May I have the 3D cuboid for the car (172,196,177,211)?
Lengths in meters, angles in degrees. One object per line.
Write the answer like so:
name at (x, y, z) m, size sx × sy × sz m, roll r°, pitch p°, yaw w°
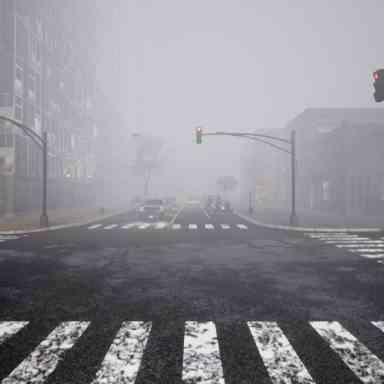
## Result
car at (-3.104, 1.552, 37.581) m, size 2.033 × 1.411 × 5.357 m, roll 0°, pitch 0°, yaw 0°

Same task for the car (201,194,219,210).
car at (2.703, 1.320, 42.312) m, size 2.192 × 1.841 × 5.009 m, roll 1°, pitch 0°, yaw 0°

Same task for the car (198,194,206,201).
car at (2.695, 1.446, 87.704) m, size 1.967 × 1.590 × 4.097 m, roll 1°, pitch 0°, yaw 0°

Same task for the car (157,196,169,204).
car at (-5.685, 1.571, 64.969) m, size 1.947 × 1.339 × 4.313 m, roll 1°, pitch 0°, yaw 0°

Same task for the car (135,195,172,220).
car at (-3.136, 1.356, 28.108) m, size 2.097 × 1.767 × 4.553 m, roll 0°, pitch 0°, yaw 1°

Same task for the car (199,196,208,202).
car at (2.694, 1.571, 76.357) m, size 1.947 × 1.339 × 4.313 m, roll 1°, pitch 0°, yaw 0°

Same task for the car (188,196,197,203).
car at (0.089, 1.531, 69.838) m, size 1.812 × 1.442 × 4.674 m, roll 0°, pitch 0°, yaw 0°

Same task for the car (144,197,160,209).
car at (-5.682, 1.530, 47.777) m, size 1.752 × 1.417 × 4.829 m, roll 1°, pitch 0°, yaw 0°

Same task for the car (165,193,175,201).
car at (-5.682, 1.321, 87.665) m, size 2.192 × 1.841 × 5.009 m, roll 1°, pitch 0°, yaw 0°

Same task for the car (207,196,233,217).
car at (2.702, 1.444, 30.964) m, size 1.967 × 1.590 × 4.097 m, roll 1°, pitch 0°, yaw 0°

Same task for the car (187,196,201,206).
car at (0.095, 1.605, 54.285) m, size 1.895 × 1.301 × 4.718 m, roll 0°, pitch 0°, yaw 0°

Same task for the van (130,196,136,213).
van at (-5.677, 1.345, 36.599) m, size 1.690 × 1.788 × 3.998 m, roll 1°, pitch 0°, yaw 0°

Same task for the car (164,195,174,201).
car at (-5.686, 1.556, 81.990) m, size 2.008 × 1.369 × 4.403 m, roll 1°, pitch 0°, yaw 0°

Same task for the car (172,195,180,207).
car at (-3.100, 1.530, 47.600) m, size 1.812 × 1.442 × 4.674 m, roll 0°, pitch 0°, yaw 0°

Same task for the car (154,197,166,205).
car at (-5.684, 1.587, 59.295) m, size 1.802 × 1.307 × 4.206 m, roll 1°, pitch 0°, yaw 0°

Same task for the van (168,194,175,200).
van at (-5.684, 1.347, 93.338) m, size 1.690 × 1.788 × 3.998 m, roll 1°, pitch 0°, yaw 0°

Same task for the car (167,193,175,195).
car at (-3.061, 1.483, 57.727) m, size 1.882 × 1.535 × 5.008 m, roll 0°, pitch 0°, yaw 0°

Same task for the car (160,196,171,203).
car at (-5.685, 1.571, 70.643) m, size 1.947 × 1.339 × 4.313 m, roll 1°, pitch 0°, yaw 0°
